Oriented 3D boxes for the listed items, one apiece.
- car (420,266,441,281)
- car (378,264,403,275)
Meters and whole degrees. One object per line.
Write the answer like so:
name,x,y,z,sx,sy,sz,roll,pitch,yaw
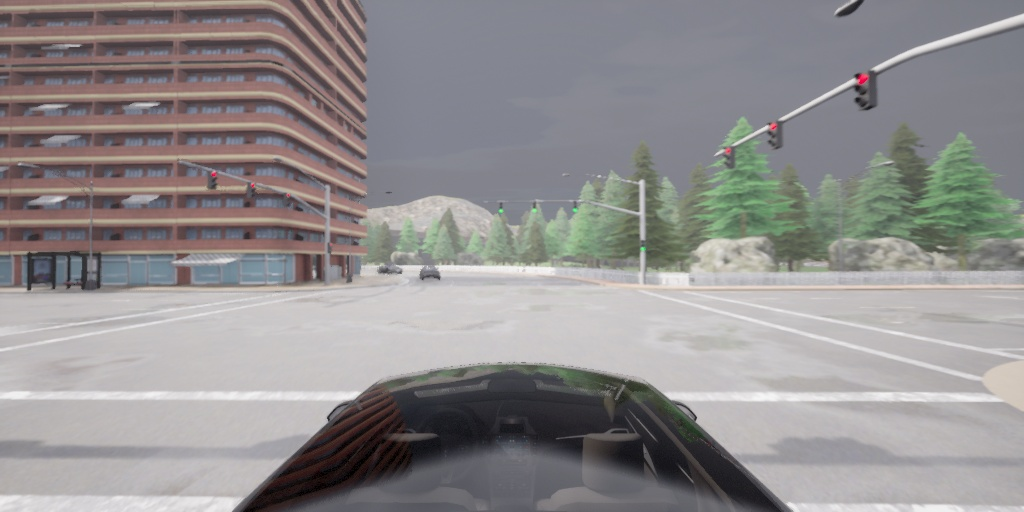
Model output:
car,-8.484,1.774,37.106,2.033,1.411,5.357,0,-1,-18
car,-17.467,1.945,51.415,4.902,1.511,2.128,-1,-1,44
